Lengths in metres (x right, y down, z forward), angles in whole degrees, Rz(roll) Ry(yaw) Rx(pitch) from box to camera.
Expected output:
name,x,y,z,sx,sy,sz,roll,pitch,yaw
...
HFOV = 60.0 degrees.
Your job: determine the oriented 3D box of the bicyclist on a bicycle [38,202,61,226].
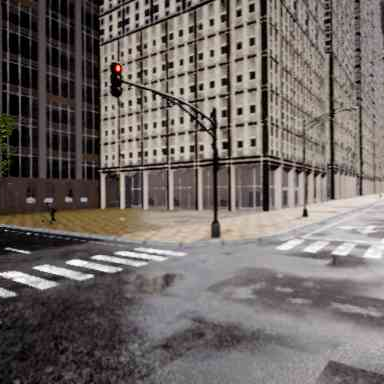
name,x,y,z,sx,sy,sz,roll,pitch,yaw
bicyclist on a bicycle,-9.877,1.513,23.067,0.582,1.620,1.656,-1,0,37
